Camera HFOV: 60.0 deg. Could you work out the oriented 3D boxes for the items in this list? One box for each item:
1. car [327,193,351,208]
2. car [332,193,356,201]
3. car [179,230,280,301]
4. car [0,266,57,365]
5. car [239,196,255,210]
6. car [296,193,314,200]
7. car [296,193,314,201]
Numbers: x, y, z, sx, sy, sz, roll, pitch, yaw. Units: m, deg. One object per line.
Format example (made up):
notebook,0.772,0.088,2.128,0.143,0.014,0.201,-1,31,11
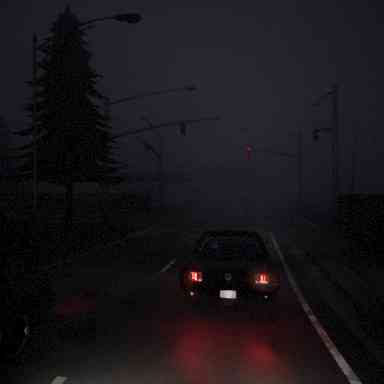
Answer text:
car,20.193,1.328,43.072,5.027,1.636,2.152,0,0,10
car,34.421,1.093,75.395,4.605,1.855,1.932,0,0,10
car,0.980,1.600,8.337,1.895,1.301,4.718,0,0,8
car,-3.311,1.547,3.162,2.033,1.411,5.357,0,0,5
car,7.181,1.349,43.278,2.097,1.767,4.553,0,0,10
car,27.239,1.072,79.992,3.866,1.878,1.905,0,0,10
car,26.063,1.356,76.823,3.806,1.475,1.970,0,0,10
